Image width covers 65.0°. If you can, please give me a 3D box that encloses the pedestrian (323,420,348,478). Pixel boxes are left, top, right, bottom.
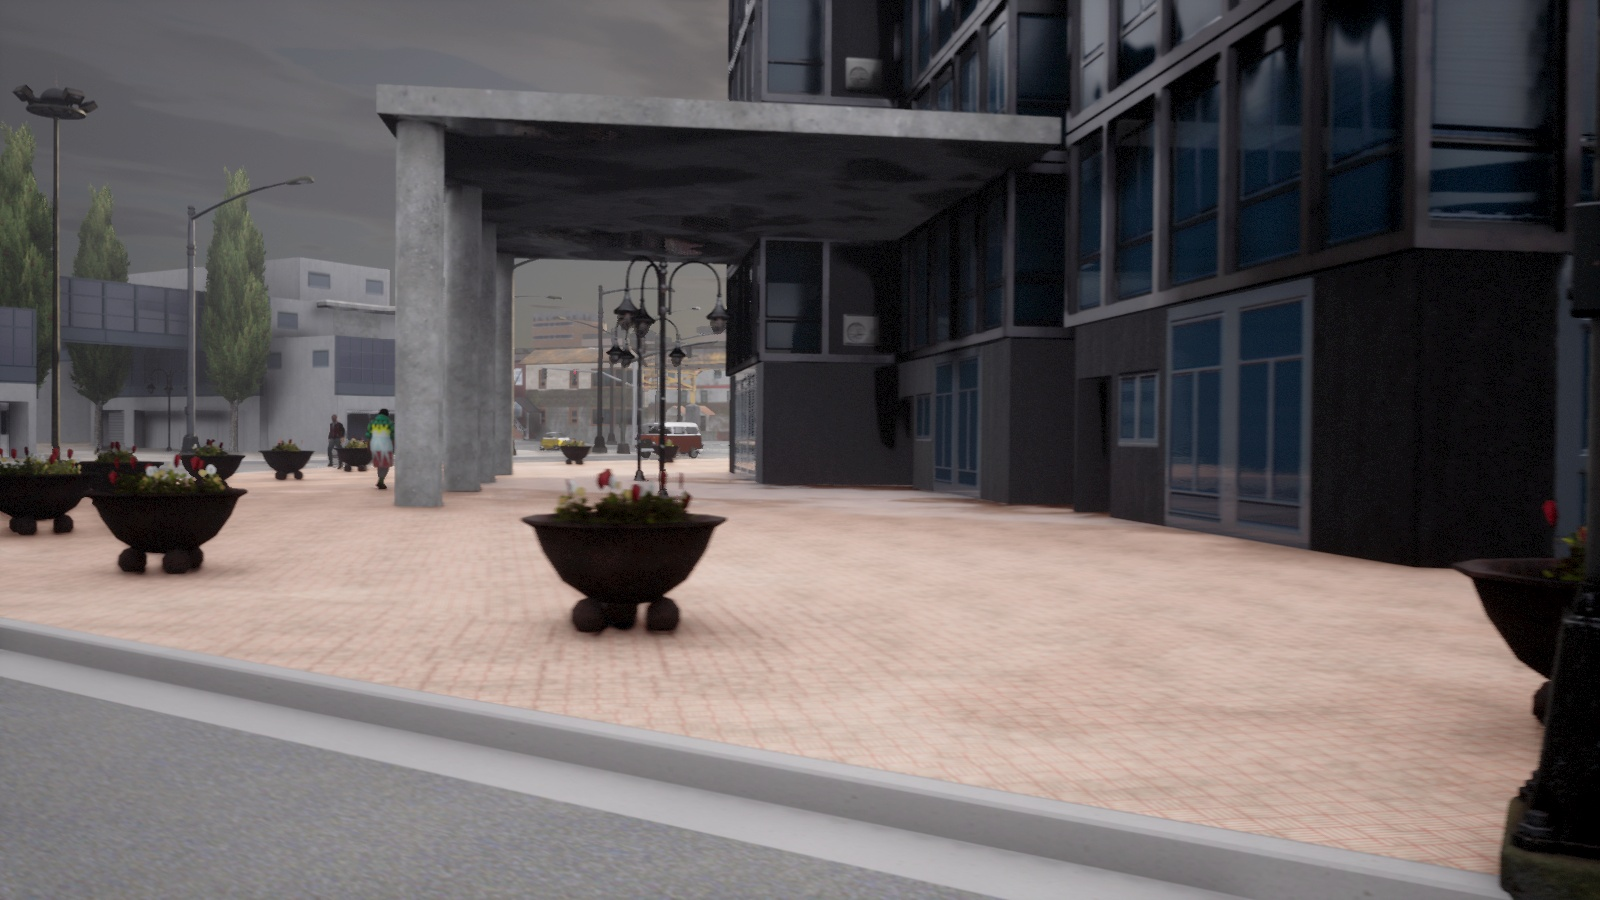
[{"bbox_3d":[-15.027,-0.023,40.605,0.376,1.854,0.720,0,1,18],"label":"pedestrian"}]

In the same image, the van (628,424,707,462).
[{"bbox_3d":[-7.328,-0.411,69.784,2.069,2.038,4.480,0,1,30],"label":"van"}]

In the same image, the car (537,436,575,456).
[{"bbox_3d":[-17.404,-0.294,89.505,2.207,1.376,1.481,0,1,31],"label":"car"}]

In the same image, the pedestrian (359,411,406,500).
[{"bbox_3d":[-9.362,0.117,28.186,0.659,1.952,0.873,0,1,7],"label":"pedestrian"}]
